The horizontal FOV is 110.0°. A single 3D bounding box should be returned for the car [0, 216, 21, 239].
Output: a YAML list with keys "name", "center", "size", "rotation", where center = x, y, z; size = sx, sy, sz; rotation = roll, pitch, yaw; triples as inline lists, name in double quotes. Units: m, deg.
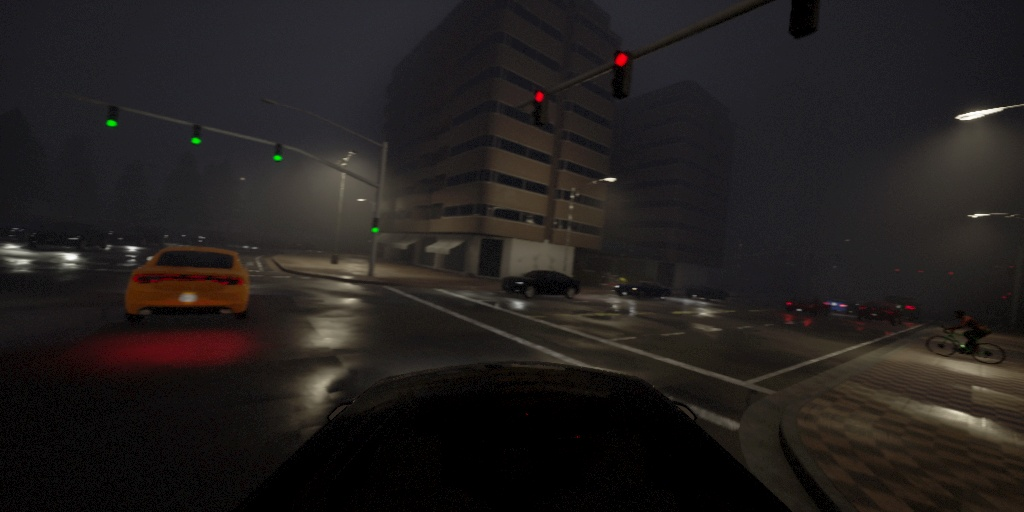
- name: "car"
  center: [-29.966, -1.712, 22.007]
  size: [1.882, 1.535, 5.008]
  rotation: [6, 0, -30]

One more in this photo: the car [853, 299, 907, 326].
- name: "car"
  center: [27.142, 4.122, 26.385]
  size: [5.008, 1.535, 1.882]
  rotation: [6, 0, -37]

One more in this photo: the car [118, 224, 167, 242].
- name: "car"
  center: [-29.414, -1.602, 28.364]
  size: [1.837, 1.490, 4.892]
  rotation: [6, 0, -22]

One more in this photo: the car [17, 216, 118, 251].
- name: "car"
  center: [-24.730, -1.192, 20.217]
  size: [1.882, 1.535, 5.008]
  rotation: [6, 0, -34]

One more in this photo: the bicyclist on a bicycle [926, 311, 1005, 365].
- name: "bicyclist on a bicycle"
  center: [15.117, 2.669, 11.960]
  size: [0.582, 1.620, 1.656]
  rotation: [6, 0, -37]

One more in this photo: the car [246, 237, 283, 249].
- name: "car"
  center: [-32.818, -1.817, 48.033]
  size: [2.033, 1.411, 5.357]
  rotation: [6, 0, 5]

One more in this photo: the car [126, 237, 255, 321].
- name: "car"
  center: [-7.592, 0.503, 8.776]
  size: [1.882, 1.535, 5.008]
  rotation: [6, 0, -37]

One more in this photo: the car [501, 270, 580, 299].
- name: "car"
  center: [1.716, 1.532, 20.386]
  size: [5.008, 1.535, 1.882]
  rotation: [6, 0, -37]

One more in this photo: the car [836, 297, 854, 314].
- name: "car"
  center: [30.857, 4.598, 33.631]
  size: [5.357, 1.411, 2.033]
  rotation: [6, 0, -37]

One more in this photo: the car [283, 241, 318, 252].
- name: "car"
  center: [-28.781, -1.387, 49.530]
  size: [1.994, 1.385, 4.181]
  rotation: [6, 0, 7]

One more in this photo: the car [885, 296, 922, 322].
- name: "car"
  center: [35.624, 4.748, 32.855]
  size: [5.566, 2.045, 2.150]
  rotation: [6, 0, -37]

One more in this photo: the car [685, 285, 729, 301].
- name: "car"
  center: [17.759, 3.326, 32.656]
  size: [4.718, 1.301, 1.895]
  rotation: [6, 0, -37]

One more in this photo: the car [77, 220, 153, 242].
- name: "car"
  center: [-34.192, -2.085, 31.109]
  size: [2.128, 1.511, 4.902]
  rotation: [6, 0, -18]

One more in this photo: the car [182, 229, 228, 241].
- name: "car"
  center: [-32.217, -1.997, 37.763]
  size: [2.097, 1.767, 4.553]
  rotation: [6, 0, -9]

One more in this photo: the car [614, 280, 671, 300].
- name: "car"
  center: [9.680, 2.485, 26.486]
  size: [4.718, 1.301, 1.895]
  rotation: [6, 0, -37]

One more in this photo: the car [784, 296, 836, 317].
- name: "car"
  center: [22.631, 3.795, 27.343]
  size: [4.718, 1.301, 1.895]
  rotation: [6, 0, -37]
